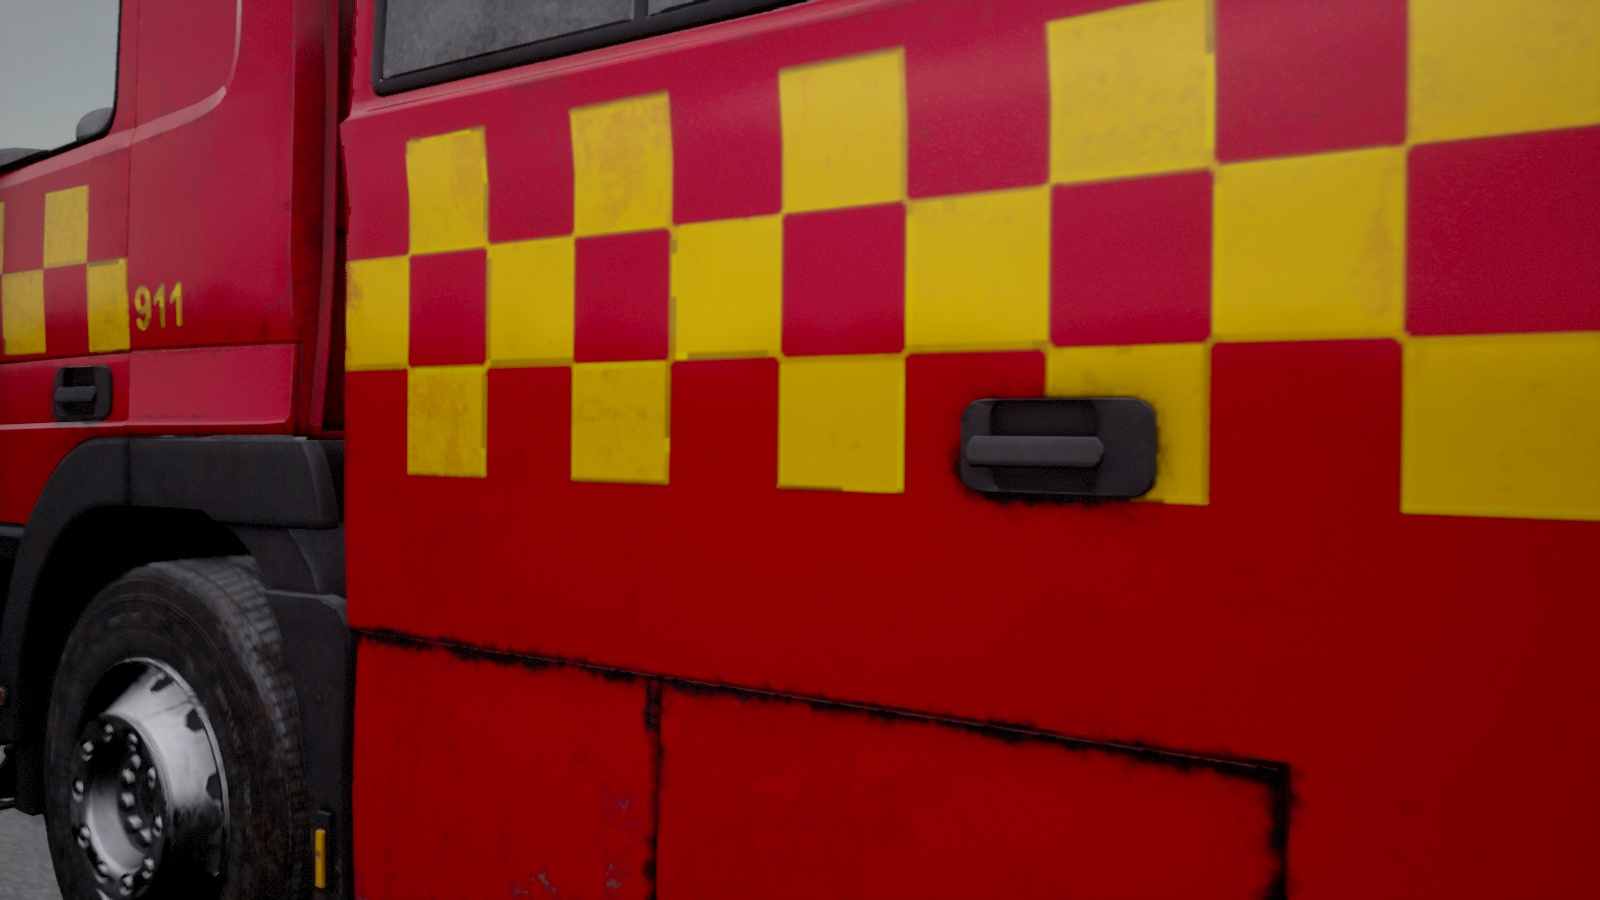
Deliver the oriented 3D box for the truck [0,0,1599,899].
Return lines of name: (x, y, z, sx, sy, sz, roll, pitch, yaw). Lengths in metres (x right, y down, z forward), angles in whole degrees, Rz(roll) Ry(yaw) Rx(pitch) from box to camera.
truck: (1.095, -0.482, 2.866, 8.468, 3.827, 2.891, 0, 1, 34)
